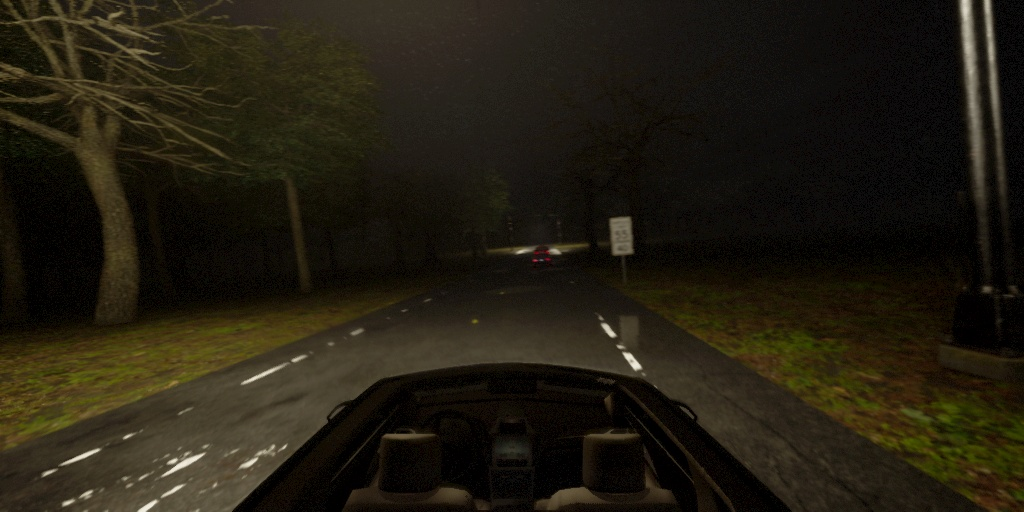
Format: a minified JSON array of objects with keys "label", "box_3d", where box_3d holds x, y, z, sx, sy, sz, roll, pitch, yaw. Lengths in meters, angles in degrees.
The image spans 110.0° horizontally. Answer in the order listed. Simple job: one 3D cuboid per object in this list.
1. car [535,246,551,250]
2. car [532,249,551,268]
[{"label":"car","box_3d":[4.139,-0.372,48.729,2.150,2.045,5.566,-5,2,6]},{"label":"car","box_3d":[3.103,0.361,37.265,2.033,1.411,5.357,-5,1,6]}]
